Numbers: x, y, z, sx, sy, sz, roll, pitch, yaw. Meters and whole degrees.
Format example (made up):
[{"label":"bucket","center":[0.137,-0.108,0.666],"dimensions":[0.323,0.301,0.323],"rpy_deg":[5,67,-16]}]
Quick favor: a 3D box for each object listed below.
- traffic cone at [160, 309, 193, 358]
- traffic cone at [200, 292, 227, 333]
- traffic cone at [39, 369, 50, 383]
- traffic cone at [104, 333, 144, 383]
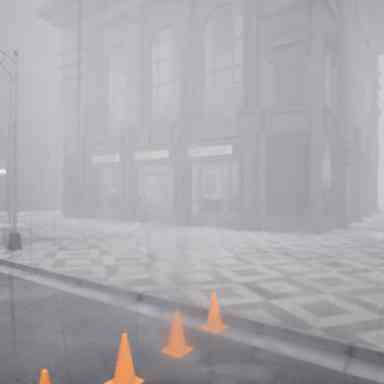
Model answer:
[{"label":"traffic cone","center":[-0.218,1.968,4.741],"dimensions":[0.340,0.580,0.340],"rpy_deg":[0,0,36]},{"label":"traffic cone","center":[0.364,1.971,5.554],"dimensions":[0.340,0.580,0.340],"rpy_deg":[0,0,36]},{"label":"traffic cone","center":[-1.383,1.962,3.116],"dimensions":[0.340,0.580,0.340],"rpy_deg":[0,0,36]},{"label":"traffic cone","center":[-0.801,1.966,3.929],"dimensions":[0.340,0.580,0.340],"rpy_deg":[0,0,36]}]
